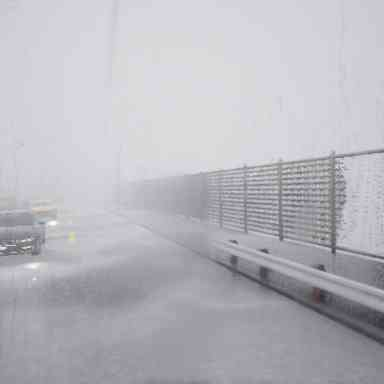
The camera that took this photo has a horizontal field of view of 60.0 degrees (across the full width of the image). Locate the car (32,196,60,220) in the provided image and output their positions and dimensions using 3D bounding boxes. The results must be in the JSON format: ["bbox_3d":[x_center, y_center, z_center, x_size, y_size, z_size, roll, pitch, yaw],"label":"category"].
[{"bbox_3d":[-12.155,1.400,27.231,1.882,1.535,5.008,-1,1,-21],"label":"car"}]

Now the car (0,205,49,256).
[{"bbox_3d":[-6.703,1.482,12.642,1.837,1.490,4.892,-1,1,-20],"label":"car"}]

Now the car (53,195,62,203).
[{"bbox_3d":[-24.676,1.274,60.670,1.882,1.535,5.008,-1,0,-21],"label":"car"}]
